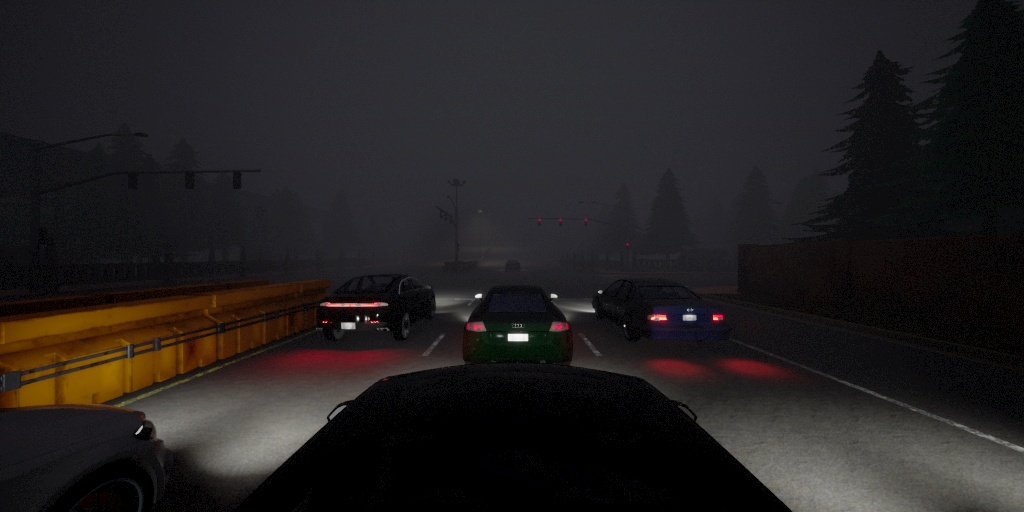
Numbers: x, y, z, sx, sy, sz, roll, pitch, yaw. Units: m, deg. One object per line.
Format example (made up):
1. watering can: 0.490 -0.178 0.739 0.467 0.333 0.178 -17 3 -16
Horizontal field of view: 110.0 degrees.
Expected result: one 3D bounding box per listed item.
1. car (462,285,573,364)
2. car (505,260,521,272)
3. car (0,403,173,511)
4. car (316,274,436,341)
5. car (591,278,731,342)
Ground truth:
1. car: 0.099 1.314 7.924 1.994 1.385 4.181 0 0 0
2. car: 0.096 1.228 45.984 1.882 1.535 5.008 0 0 0
3. car: -3.403 1.276 0.638 1.812 1.442 4.674 0 0 0
4. car: -3.400 1.241 9.875 2.128 1.511 4.902 0 0 0
5. car: 3.599 1.297 9.781 2.033 1.411 5.357 0 0 0
